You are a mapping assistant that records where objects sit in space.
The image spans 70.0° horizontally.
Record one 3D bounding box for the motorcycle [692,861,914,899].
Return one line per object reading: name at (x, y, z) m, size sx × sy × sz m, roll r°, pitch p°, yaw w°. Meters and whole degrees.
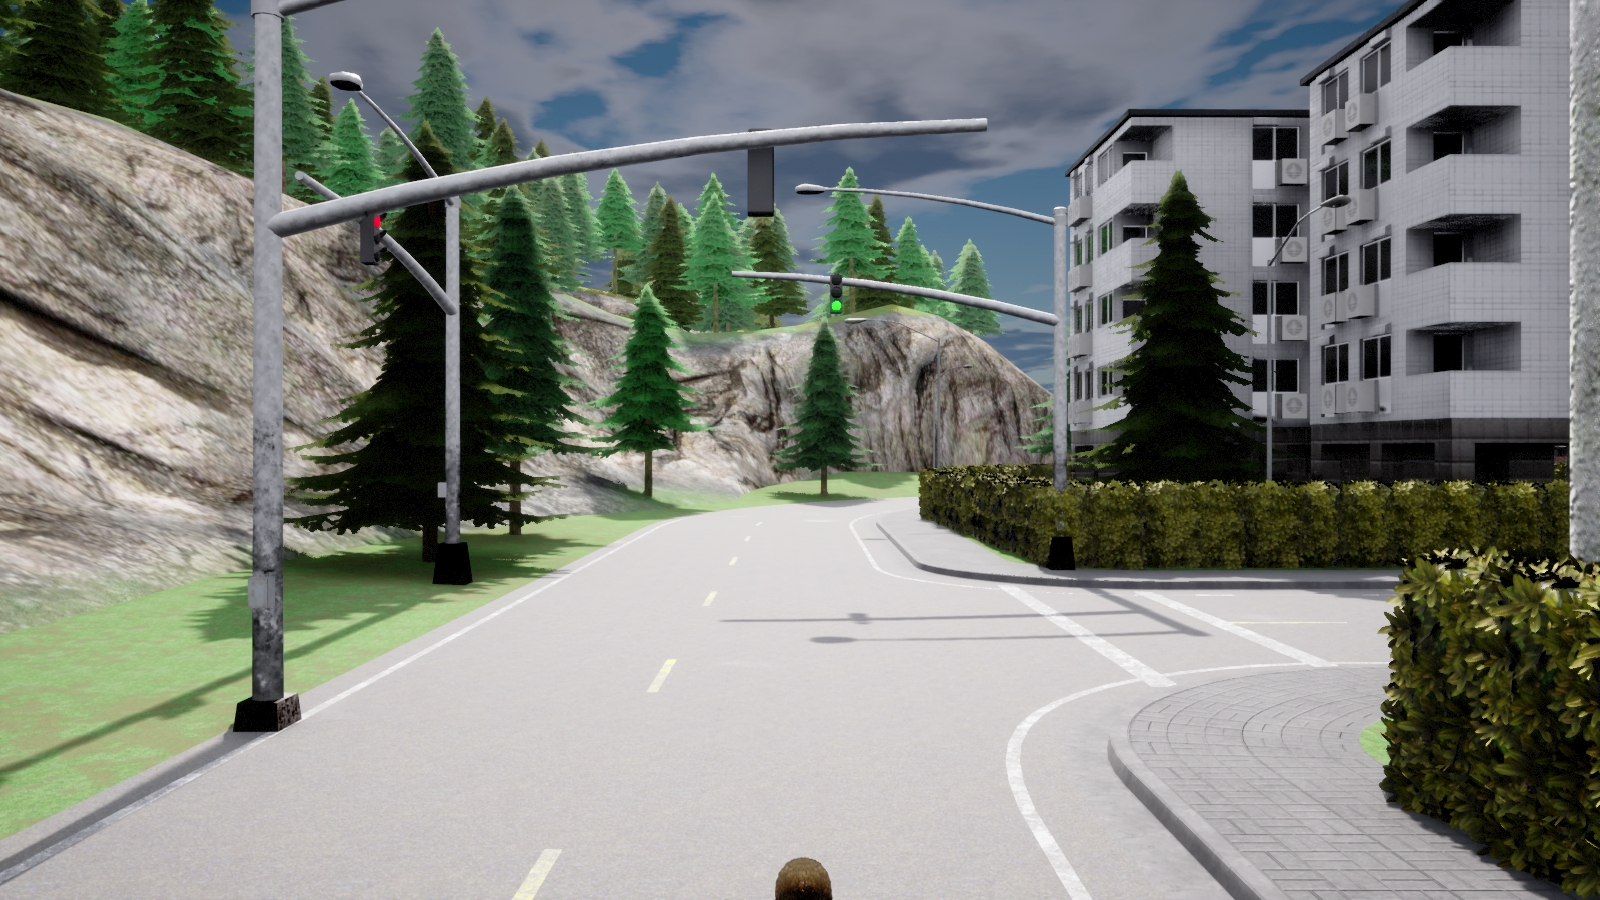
motorcycle at (0.010, 2.193, 3.488) m, size 0.803 × 1.145 × 2.033 m, roll 0°, pitch 0°, yaw 0°
